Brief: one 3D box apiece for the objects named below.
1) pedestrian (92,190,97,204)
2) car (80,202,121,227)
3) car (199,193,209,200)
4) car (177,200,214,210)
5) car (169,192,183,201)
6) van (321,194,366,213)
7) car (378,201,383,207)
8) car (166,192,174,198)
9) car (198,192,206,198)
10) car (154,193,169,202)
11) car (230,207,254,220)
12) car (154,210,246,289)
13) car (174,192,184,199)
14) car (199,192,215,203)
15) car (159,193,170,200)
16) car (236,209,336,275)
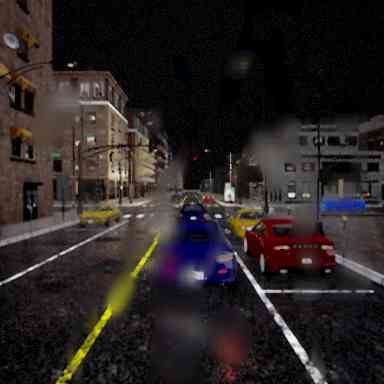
[{"bbox_3d":[-12.699,0.674,43.206,0.375,1.860,0.375,0,1,-1],"label":"pedestrian"},{"bbox_3d":[-5.729,1.327,21.172,1.752,1.417,4.829,0,1,0],"label":"car"},{"bbox_3d":[2.571,0.931,70.912,2.008,1.369,4.403,0,0,0],"label":"car"},{"bbox_3d":[0.069,1.377,19.930,1.994,1.385,4.181,0,0,0],"label":"car"},{"bbox_3d":[-3.123,0.968,65.759,2.033,1.411,5.357,0,0,0],"label":"car"},{"bbox_3d":[14.607,1.112,32.135,3.998,1.788,1.690,0,1,-1],"label":"van"},{"bbox_3d":[25.422,1.188,40.614,4.829,1.417,1.752,0,1,-1],"label":"car"},{"bbox_3d":[-5.836,0.775,87.805,1.752,1.417,4.829,0,0,0],"label":"car"},{"bbox_3d":[2.544,0.799,88.001,2.008,1.369,4.403,-1,0,0],"label":"car"},{"bbox_3d":[-5.791,1.022,59.493,2.008,1.369,4.403,0,0,0],"label":"car"},{"bbox_3d":[2.660,1.376,15.824,1.752,1.417,4.829,0,1,0],"label":"car"},{"bbox_3d":[0.089,1.441,8.773,1.812,1.442,4.674,0,1,0],"label":"car"},{"bbox_3d":[-3.129,0.819,81.262,2.128,1.511,4.902,0,0,0],"label":"car"},{"bbox_3d":[2.598,0.958,53.820,1.967,1.590,4.097,0,0,0],"label":"car"},{"bbox_3d":[-5.809,0.931,70.886,2.008,1.369,4.403,0,0,0],"label":"car"},{"bbox_3d":[2.670,1.449,9.958,1.887,1.381,4.507,0,1,0],"label":"car"}]
